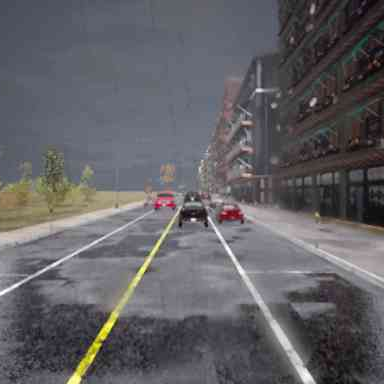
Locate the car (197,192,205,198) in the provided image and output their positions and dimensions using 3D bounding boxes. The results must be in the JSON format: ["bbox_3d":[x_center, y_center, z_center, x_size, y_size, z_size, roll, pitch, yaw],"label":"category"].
[{"bbox_3d":[2.497,0.863,89.458,1.967,1.590,4.097,1,0,0],"label":"car"}]

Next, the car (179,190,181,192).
[{"bbox_3d":[-2.820,0.407,79.318,2.150,2.045,5.566,0,0,0],"label":"car"}]

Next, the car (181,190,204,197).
[{"bbox_3d":[0.062,0.956,41.209,2.150,2.045,5.566,0,1,0],"label":"car"}]

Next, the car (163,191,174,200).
[{"bbox_3d":[-5.372,0.812,77.968,2.192,1.841,5.009,1,0,0],"label":"car"}]

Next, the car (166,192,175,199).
[{"bbox_3d":[-5.378,0.901,83.505,1.967,1.590,4.097,1,0,0],"label":"car"}]

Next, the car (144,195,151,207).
[{"bbox_3d":[-5.344,1.150,44.752,1.967,1.590,4.097,1,0,0],"label":"car"}]

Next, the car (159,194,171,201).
[{"bbox_3d":[-5.365,1.118,66.897,2.008,1.369,4.403,1,0,0],"label":"car"}]

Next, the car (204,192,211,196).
[{"bbox_3d":[2.522,0.916,61.733,2.192,1.841,5.009,1,0,0],"label":"car"}]

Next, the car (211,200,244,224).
[{"bbox_3d":[2.553,1.433,22.921,1.802,1.307,4.206,1,0,0],"label":"car"}]

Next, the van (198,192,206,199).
[{"bbox_3d":[2.503,0.799,83.912,1.690,1.788,3.998,1,0,0],"label":"van"}]

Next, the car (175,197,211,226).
[{"bbox_3d":[0.081,1.363,22.157,1.837,1.490,4.892,0,1,0],"label":"car"}]

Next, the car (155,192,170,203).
[{"bbox_3d":[-5.358,0.918,61.360,2.192,1.841,5.009,1,0,0],"label":"car"}]

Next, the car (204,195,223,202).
[{"bbox_3d":[2.544,1.330,34.011,2.008,1.369,4.403,1,0,0],"label":"car"}]

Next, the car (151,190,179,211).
[{"bbox_3d":[-2.879,0.983,36.815,2.150,2.045,5.566,0,0,0],"label":"car"}]
